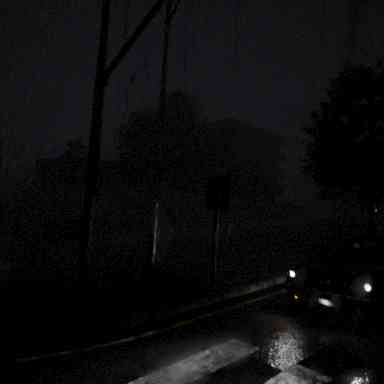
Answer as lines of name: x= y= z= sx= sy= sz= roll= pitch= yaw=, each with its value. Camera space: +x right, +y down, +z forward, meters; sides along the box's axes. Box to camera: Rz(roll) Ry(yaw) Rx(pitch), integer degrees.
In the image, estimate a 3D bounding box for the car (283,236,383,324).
car: x=4.103 y=1.733 z=7.543 sx=4.718 sy=1.301 sz=1.895 roll=1 pitch=-2 yaw=-41
